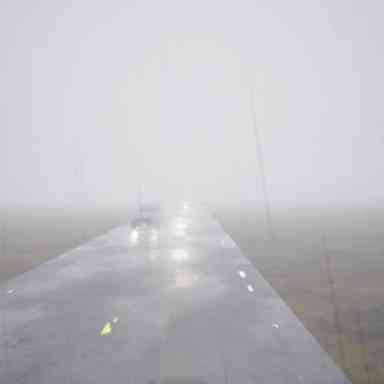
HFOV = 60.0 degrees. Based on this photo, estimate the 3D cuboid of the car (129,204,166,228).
[{"bbox_3d":[-2.784,1.522,22.098,2.033,1.411,5.357,0,0,1],"label":"car"}]
